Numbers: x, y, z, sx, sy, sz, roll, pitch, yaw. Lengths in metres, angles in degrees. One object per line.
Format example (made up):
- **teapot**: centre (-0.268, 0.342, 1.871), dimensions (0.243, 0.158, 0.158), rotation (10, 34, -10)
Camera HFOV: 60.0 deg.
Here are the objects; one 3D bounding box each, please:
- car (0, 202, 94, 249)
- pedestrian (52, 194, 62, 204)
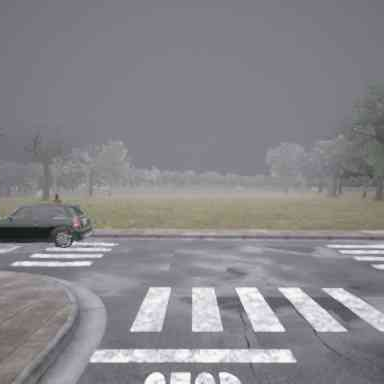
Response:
- **car**: centre (-6.578, 1.281, 13.890), dimensions (4.553, 1.767, 2.097), rotation (0, 1, 0)
- **pedestrian**: centre (-6.836, 1.004, 16.793), dimensions (0.375, 1.860, 0.375), rotation (0, 1, 0)
